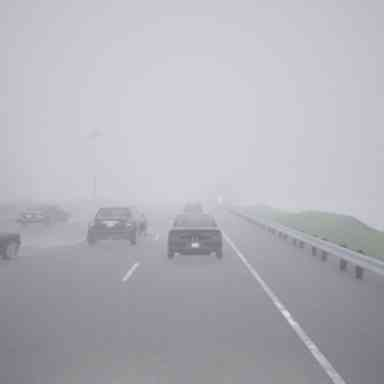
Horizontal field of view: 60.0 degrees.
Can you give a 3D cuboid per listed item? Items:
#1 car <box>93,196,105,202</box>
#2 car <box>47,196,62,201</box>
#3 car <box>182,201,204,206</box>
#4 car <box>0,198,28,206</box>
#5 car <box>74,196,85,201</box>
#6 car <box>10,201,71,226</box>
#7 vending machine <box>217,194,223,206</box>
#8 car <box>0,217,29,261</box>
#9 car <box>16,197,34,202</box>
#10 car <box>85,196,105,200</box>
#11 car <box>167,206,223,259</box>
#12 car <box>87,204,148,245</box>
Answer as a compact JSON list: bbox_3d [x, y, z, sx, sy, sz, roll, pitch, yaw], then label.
[{"bbox_3d":[-24.346,1.740,87.521,1.812,1.442,4.674,0,0,1],"label":"car"},{"bbox_3d":[-31.488,1.723,76.091,1.837,1.490,4.892,0,0,0],"label":"car"},{"bbox_3d":[0.106,1.582,31.100,2.128,1.511,4.902,0,0,0],"label":"car"},{"bbox_3d":[-21.082,1.713,37.959,1.895,1.301,4.718,0,0,0],"label":"car"},{"bbox_3d":[-27.925,1.682,83.246,1.882,1.535,5.008,0,0,1],"label":"car"},{"bbox_3d":[-10.397,1.618,23.738,2.033,1.411,5.357,0,0,0],"label":"car"},{"bbox_3d":[5.008,1.367,59.290,1.100,2.100,0.880,0,0,0],"label":"vending machine"},{"bbox_3d":[-6.898,1.630,9.580,1.895,1.301,4.718,0,0,0],"label":"car"},{"bbox_3d":[-24.556,1.493,47.699,2.097,1.767,4.553,0,0,0],"label":"car"},{"bbox_3d":[-20.989,1.709,72.235,1.837,1.490,4.892,0,0,0],"label":"car"},{"bbox_3d":[0.102,1.515,12.867,1.882,1.535,5.008,0,0,0],"label":"car"},{"bbox_3d":[-3.398,1.399,15.976,2.097,1.767,4.553,0,0,0],"label":"car"}]
